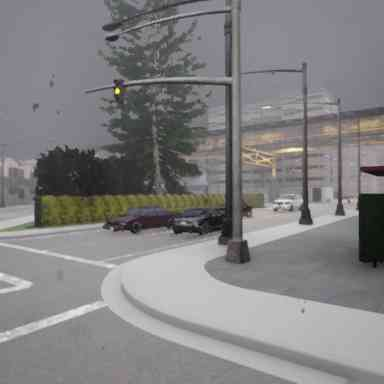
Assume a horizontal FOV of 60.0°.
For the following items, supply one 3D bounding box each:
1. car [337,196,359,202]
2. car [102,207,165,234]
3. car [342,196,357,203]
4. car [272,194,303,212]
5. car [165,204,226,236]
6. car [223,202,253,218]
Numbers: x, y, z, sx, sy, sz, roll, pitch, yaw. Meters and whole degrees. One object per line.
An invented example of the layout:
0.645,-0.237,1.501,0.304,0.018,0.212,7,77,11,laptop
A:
31.871,1.355,68.050,4.536,1.218,1.853,0,0,-29,car
-2.771,1.592,20.067,2.033,1.411,5.357,-1,0,36,car
31.827,1.513,68.023,4.974,1.542,2.038,0,0,-29,car
11.540,1.272,39.780,2.150,2.045,5.566,-1,0,36,car
0.739,1.576,18.605,1.994,1.385,4.181,-1,0,36,car
3.487,1.525,28.717,1.882,1.535,5.008,-1,-1,36,car
